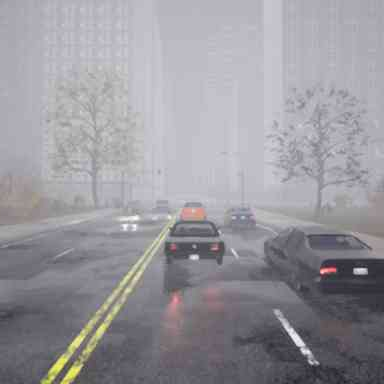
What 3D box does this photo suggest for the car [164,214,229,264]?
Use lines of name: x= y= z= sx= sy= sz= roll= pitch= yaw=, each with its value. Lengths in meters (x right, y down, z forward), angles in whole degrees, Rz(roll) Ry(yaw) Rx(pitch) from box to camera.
car: x=0.087 y=1.689 z=12.232 sx=1.895 sy=1.301 sz=4.718 roll=0 pitch=0 yaw=0

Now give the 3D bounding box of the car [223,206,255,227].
car: x=3.326 y=1.715 z=24.026 sx=2.033 sy=1.411 sz=5.357 roll=0 pitch=0 yaw=0

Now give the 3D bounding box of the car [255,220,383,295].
car: x=3.316 y=1.613 z=9.017 sx=2.033 sy=1.411 sz=5.357 roll=0 pitch=0 yaw=0

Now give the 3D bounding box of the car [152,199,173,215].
car: x=-3.315 y=1.606 z=37.669 sx=2.097 sy=1.767 sz=4.553 roll=0 pitch=0 yaw=0

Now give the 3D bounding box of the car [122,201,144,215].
car: x=-6.566 y=1.744 z=37.435 sx=2.128 sy=1.511 sz=4.902 roll=0 pitch=0 yaw=0

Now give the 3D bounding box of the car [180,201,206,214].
car: x=0.099 y=1.549 z=28.441 sx=2.097 sy=1.767 sz=4.553 roll=0 pitch=0 yaw=0
